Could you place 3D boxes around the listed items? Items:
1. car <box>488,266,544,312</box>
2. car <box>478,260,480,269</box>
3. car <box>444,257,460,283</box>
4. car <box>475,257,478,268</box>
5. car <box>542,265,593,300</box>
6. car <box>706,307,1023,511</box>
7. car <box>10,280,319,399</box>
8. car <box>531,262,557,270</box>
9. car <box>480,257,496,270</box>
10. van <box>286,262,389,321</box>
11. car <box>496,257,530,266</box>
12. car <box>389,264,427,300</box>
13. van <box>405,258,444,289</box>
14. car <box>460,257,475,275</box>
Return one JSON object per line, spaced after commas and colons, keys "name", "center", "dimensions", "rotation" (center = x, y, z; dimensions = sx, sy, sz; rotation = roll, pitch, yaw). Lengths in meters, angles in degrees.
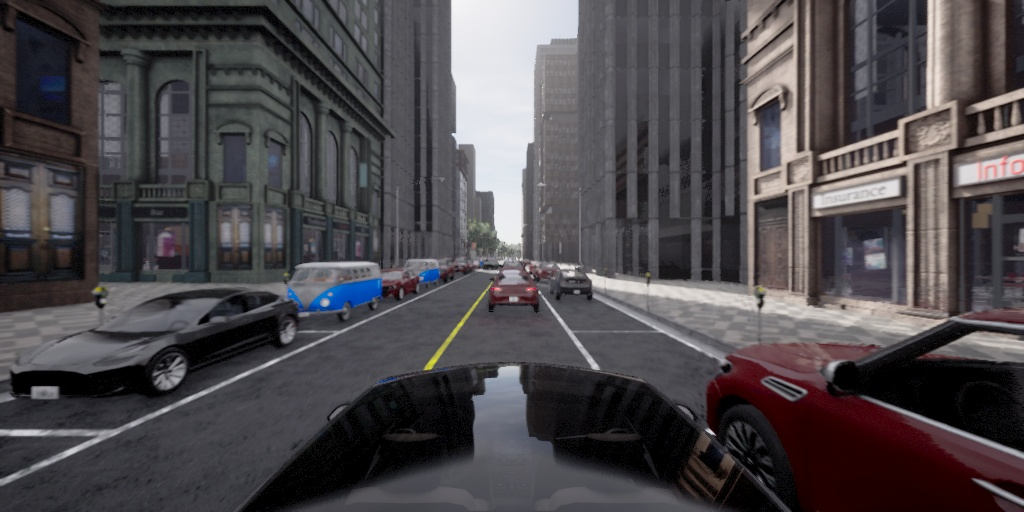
{"name": "car", "center": [0.081, 1.272, 14.164], "dimensions": [1.812, 1.442, 4.674], "rotation": [0, 0, 1]}
{"name": "car", "center": [-5.743, 1.338, 55.573], "dimensions": [1.802, 1.307, 4.207], "rotation": [0, 0, 0]}
{"name": "car", "center": [-5.753, 1.057, 28.370], "dimensions": [2.192, 1.841, 5.009], "rotation": [0, 0, 0]}
{"name": "car", "center": [-5.747, 1.180, 44.693], "dimensions": [1.967, 1.591, 4.097], "rotation": [0, 0, 0]}
{"name": "car", "center": [2.769, 1.295, 17.491], "dimensions": [2.007, 1.370, 4.403], "rotation": [0, 0, 0]}
{"name": "car", "center": [2.763, 1.065, 1.169], "dimensions": [2.192, 1.841, 5.009], "rotation": [0, 0, 0]}
{"name": "car", "center": [-5.761, 1.315, 6.604], "dimensions": [1.948, 1.339, 4.313], "rotation": [0, 0, 0]}
{"name": "car", "center": [2.773, 1.181, 28.372], "dimensions": [1.967, 1.591, 4.097], "rotation": [0, 0, 0]}
{"name": "car", "center": [-3.057, 1.101, 51.670], "dimensions": [2.097, 1.767, 4.553], "rotation": [0, 0, 0]}
{"name": "van", "center": [-5.759, 1.088, 12.046], "dimensions": [1.690, 1.789, 3.998], "rotation": [0, 0, 0]}
{"name": "car", "center": [0.080, 1.092, 28.329], "dimensions": [2.097, 1.767, 4.553], "rotation": [0, 0, 0]}
{"name": "car", "center": [-5.757, 1.291, 17.487], "dimensions": [1.888, 1.381, 4.507], "rotation": [0, 0, 0]}
{"name": "van", "center": [-5.755, 1.085, 22.928], "dimensions": [1.690, 1.789, 3.998], "rotation": [0, 0, 0]}
{"name": "car", "center": [-5.749, 1.054, 39.252], "dimensions": [2.192, 1.841, 5.009], "rotation": [0, 0, 0]}
